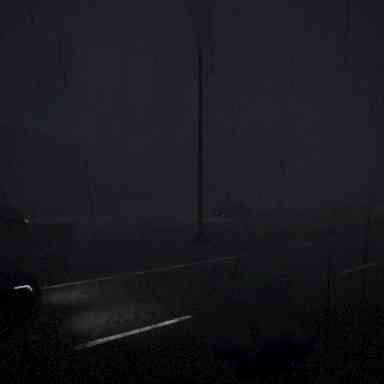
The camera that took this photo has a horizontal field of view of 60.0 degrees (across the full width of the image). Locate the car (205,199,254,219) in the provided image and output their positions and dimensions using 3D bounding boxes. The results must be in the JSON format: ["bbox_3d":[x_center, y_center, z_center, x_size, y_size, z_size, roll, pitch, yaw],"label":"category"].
[{"bbox_3d":[3.582,1.621,29.569,4.181,1.385,1.994,0,0,-42],"label":"car"}]

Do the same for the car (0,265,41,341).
[{"bbox_3d":[-4.729,1.539,4.752,4.674,1.442,1.812,0,0,-35],"label":"car"}]

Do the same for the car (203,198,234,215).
[{"bbox_3d":[2.990,1.415,33.721,4.553,1.767,2.097,0,0,-43],"label":"car"}]

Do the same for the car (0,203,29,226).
[{"bbox_3d":[-9.593,1.387,14.458,4.553,1.767,2.097,0,0,-36],"label":"car"}]
